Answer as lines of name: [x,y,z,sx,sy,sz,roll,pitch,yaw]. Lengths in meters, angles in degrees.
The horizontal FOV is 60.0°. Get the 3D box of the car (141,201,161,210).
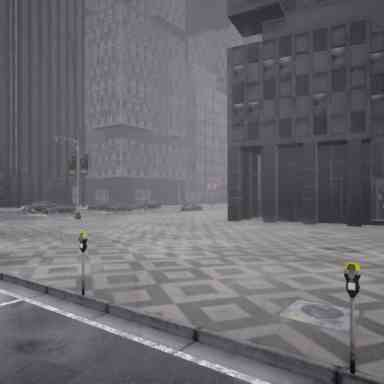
car: [-7.769,2.356,59.644,1.882,1.535,5.008,0,-1,36]

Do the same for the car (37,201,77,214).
car: [-16.659,2.059,41.763,1.994,1.385,4.181,0,-1,35]

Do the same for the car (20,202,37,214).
car: [-19.644,1.983,43.158,2.128,1.511,4.902,0,-1,36]

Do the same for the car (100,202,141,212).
car: [-10.696,2.237,50.060,2.033,1.411,5.357,0,-1,36]

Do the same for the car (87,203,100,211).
car: [-13.780,2.283,51.335,1.895,1.301,4.718,0,-1,36]

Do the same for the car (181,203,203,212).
car: [0.060,2.413,53.580,1.994,1.385,4.181,0,-1,36]
